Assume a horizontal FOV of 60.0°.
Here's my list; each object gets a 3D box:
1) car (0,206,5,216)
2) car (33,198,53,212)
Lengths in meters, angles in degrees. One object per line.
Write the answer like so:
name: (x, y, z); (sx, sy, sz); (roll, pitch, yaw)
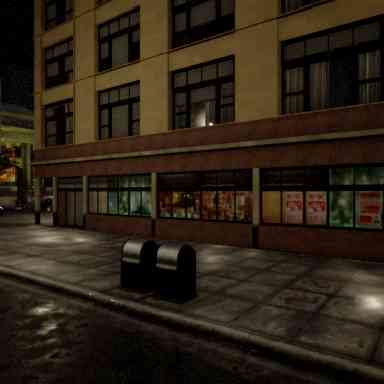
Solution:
car: (-18.685, 1.353, 28.519); (2.097, 1.767, 4.553); (0, 0, 36)
car: (-15.778, 1.505, 38.532); (1.837, 1.490, 4.892); (0, 0, 36)
